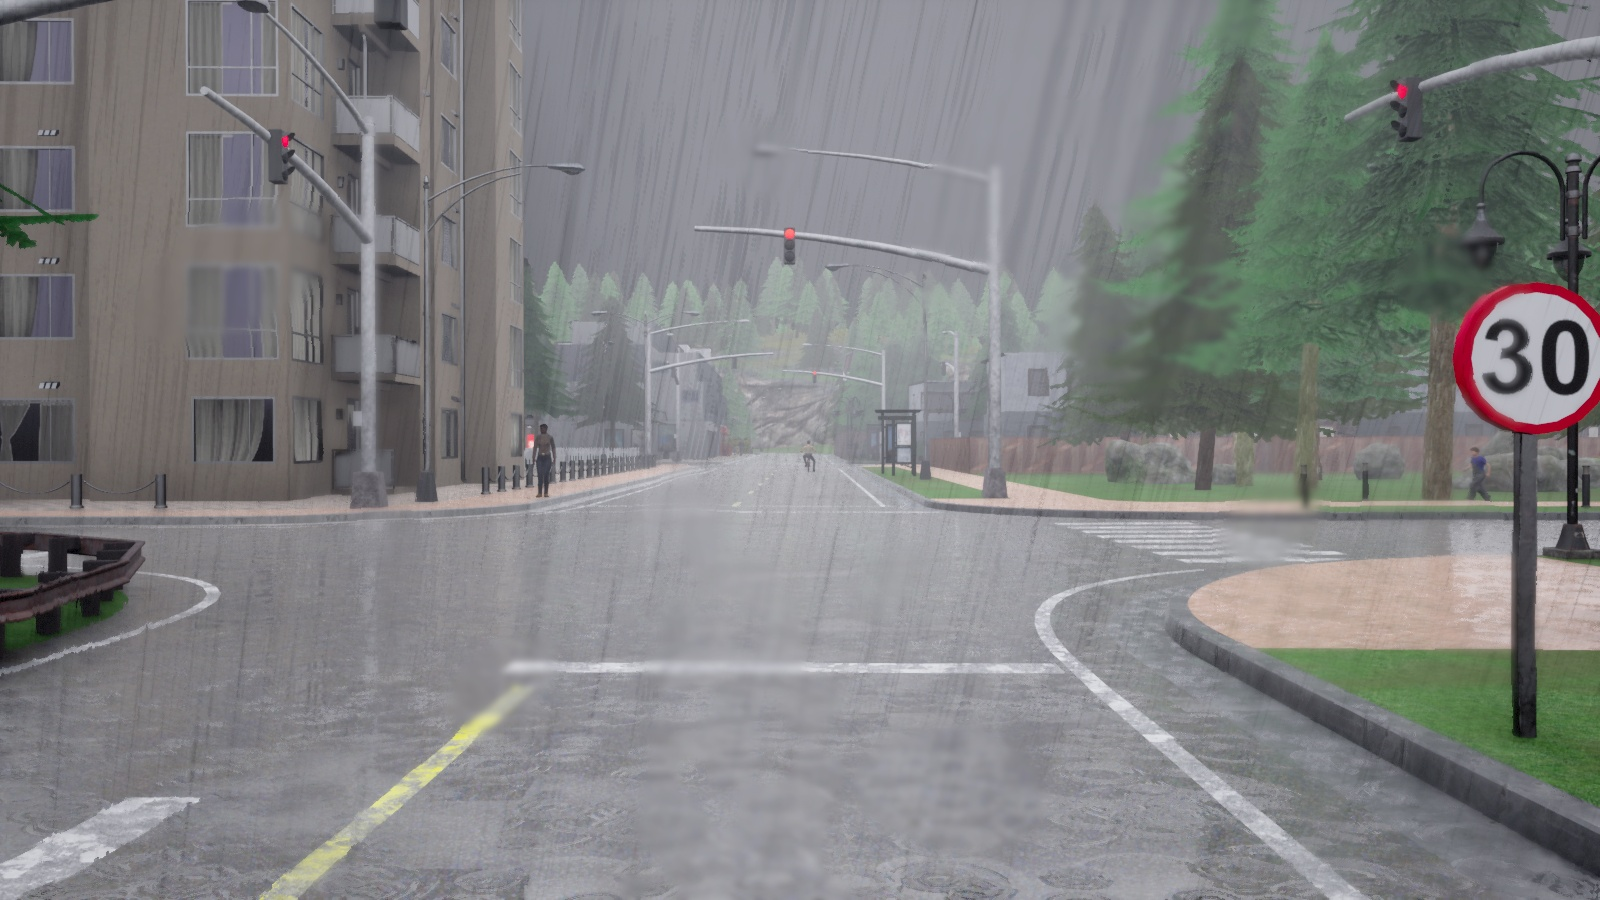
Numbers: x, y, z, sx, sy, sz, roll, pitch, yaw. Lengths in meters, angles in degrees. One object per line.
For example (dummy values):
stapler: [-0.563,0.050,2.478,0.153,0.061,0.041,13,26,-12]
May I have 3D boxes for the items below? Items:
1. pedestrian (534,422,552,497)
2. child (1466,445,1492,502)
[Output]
pedestrian: [-6.340,0.227,30.944,0.328,1.805,0.869,0,0,-5]
child: [15.092,0.522,27.908,0.437,1.263,0.270,0,0,-1]
